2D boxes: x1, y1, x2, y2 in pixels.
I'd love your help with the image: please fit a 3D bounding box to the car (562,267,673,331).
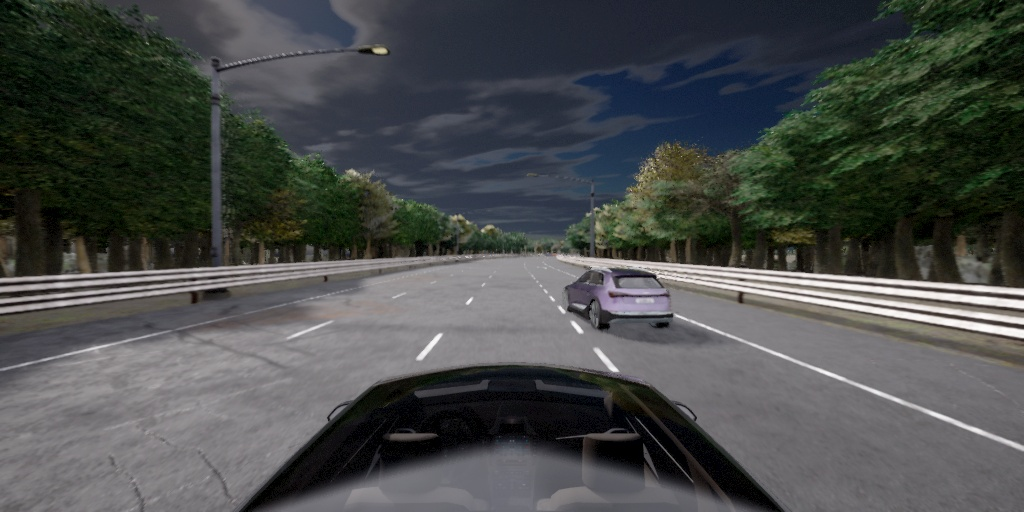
[{"bbox_3d":[2.928,1.130,10.795,2.033,1.649,4.856,0,0,-6],"label":"car"}]
